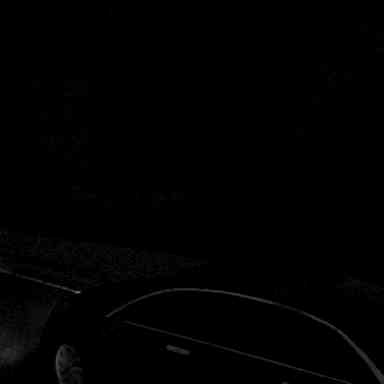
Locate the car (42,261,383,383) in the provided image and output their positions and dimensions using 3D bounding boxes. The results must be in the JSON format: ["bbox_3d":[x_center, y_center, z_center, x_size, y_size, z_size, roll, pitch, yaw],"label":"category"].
[{"bbox_3d":[0.425,1.498,3.381,4.892,1.490,1.837,0,0,35],"label":"car"}]
